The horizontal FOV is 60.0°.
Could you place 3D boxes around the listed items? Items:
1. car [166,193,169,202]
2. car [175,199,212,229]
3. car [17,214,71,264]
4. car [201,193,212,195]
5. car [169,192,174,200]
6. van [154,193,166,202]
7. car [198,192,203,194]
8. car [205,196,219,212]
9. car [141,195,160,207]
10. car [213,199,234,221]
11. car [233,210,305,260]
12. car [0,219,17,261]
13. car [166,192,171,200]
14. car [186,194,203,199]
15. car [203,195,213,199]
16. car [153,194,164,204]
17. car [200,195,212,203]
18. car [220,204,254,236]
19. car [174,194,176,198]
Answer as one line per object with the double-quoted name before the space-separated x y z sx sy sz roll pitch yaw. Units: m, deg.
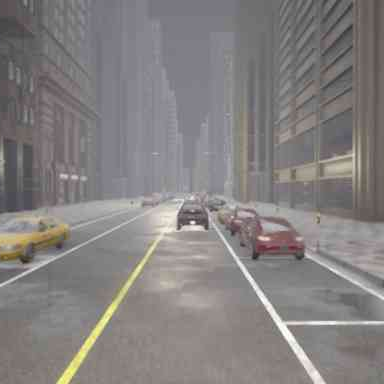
"car" -5.945 1.287 62.460 1.887 1.381 4.507 0 0 0
"car" 0.038 1.412 20.669 1.837 1.490 4.892 0 0 0
"car" -5.794 1.475 11.725 1.752 1.417 4.829 0 0 0
"car" 2.630 1.244 45.645 1.967 1.590 4.097 0 0 0
"car" -5.994 1.259 79.315 1.802 1.307 4.206 0 0 0
"van" -5.928 1.105 56.841 1.690 1.788 3.998 0 0 0
"car" 2.597 1.074 56.881 2.192 1.841 5.009 0 0 0
"car" 2.664 1.415 34.408 1.947 1.339 4.313 0 0 0
"car" -5.895 1.391 45.605 1.802 1.307 4.206 0 0 0
"car" 2.696 1.419 23.340 1.752 1.417 4.829 0 0 0
"car" 2.730 1.526 11.933 1.802 1.307 4.206 0 0 0
"car" -5.778 1.289 6.276 2.192 1.841 5.009 0 0 0
"car" -5.961 1.286 68.078 1.947 1.339 4.313 0 0 0
"car" -0.019 1.315 41.113 2.128 1.511 4.902 0 0 0
"car" 2.647 1.371 40.027 1.887 1.381 4.507 0 0 0
"car" -5.911 1.352 51.223 1.947 1.339 4.313 0 0 0
"car" 2.580 1.303 62.502 1.947 1.339 4.313 0 0 0
"car" 2.714 1.500 17.552 1.802 1.307 4.206 0 0 0
"car" -6.012 0.971 84.932 2.192 1.841 5.009 0 0 0
